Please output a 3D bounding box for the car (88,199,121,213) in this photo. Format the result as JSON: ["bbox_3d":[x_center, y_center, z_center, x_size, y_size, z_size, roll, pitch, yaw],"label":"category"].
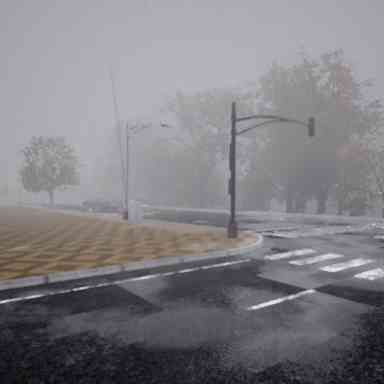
[{"bbox_3d":[-10.586,1.809,40.307,1.895,1.301,4.718,1,-1,-36],"label":"car"}]

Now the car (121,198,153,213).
[{"bbox_3d":[-6.518,1.756,40.218,1.812,1.442,4.674,1,-1,-36],"label":"car"}]

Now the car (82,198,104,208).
[{"bbox_3d":[-16.384,1.854,54.068,1.994,1.385,4.181,1,-1,-36],"label":"car"}]

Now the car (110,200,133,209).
[{"bbox_3d":[-11.141,1.988,52.436,1.895,1.301,4.718,1,-1,-35],"label":"car"}]

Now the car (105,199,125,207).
[{"bbox_3d":[-14.521,2.027,62.599,1.837,1.490,4.892,1,-1,-36],"label":"car"}]

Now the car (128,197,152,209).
[{"bbox_3d":[-8.590,1.783,54.462,2.097,1.767,4.553,1,-1,-35],"label":"car"}]
